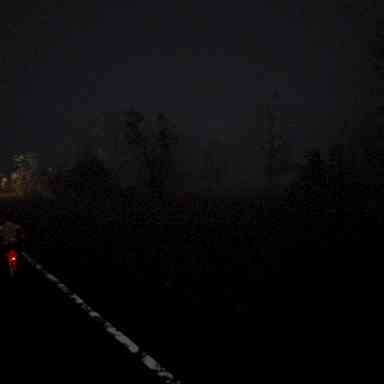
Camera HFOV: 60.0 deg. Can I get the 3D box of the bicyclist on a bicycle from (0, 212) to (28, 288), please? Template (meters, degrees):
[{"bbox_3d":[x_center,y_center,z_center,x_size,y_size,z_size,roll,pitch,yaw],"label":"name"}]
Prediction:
[{"bbox_3d":[-4.115,1.251,7.495,0.866,1.612,1.509,-3,3,-36],"label":"bicyclist on a bicycle"}]
